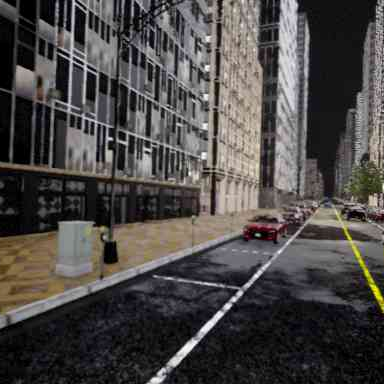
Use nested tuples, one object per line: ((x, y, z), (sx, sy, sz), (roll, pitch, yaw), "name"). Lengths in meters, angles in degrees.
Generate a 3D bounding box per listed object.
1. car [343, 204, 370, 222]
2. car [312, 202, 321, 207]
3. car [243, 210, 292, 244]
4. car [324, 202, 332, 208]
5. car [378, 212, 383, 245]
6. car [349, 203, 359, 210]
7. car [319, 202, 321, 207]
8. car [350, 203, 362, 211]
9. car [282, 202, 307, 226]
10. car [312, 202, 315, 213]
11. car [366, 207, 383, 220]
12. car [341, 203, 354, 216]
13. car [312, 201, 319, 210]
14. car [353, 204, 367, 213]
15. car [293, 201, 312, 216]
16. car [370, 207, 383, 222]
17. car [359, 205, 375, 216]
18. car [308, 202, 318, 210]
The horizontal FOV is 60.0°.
((17.747, 2.369, 36.103), (1.837, 1.490, 4.892), (2, -1, 23), "car")
((32.115, 3.210, 85.846), (1.947, 1.339, 4.313), (2, 0, 22), "car")
((3.952, 1.819, 17.662), (1.887, 1.381, 4.507), (2, 0, 22), "car")
((34.766, 3.203, 85.231), (1.882, 1.535, 5.008), (2, -1, 22), "car")
((10.113, 1.938, 15.333), (1.882, 1.535, 5.008), (2, 0, 22), "car")
((37.681, 3.357, 77.378), (1.802, 1.307, 4.206), (2, 0, 22), "car")
((23.454, 2.681, 64.867), (1.967, 1.590, 4.097), (2, 0, 22), "car")
((35.516, 3.219, 72.136), (1.887, 1.381, 4.507), (2, 0, 22), "car")
((8.290, 1.937, 28.154), (1.967, 1.590, 4.097), (2, 0, 22), "car")
((14.782, 2.405, 43.886), (1.802, 1.307, 4.206), (2, 0, 22), "car")
((22.518, 2.636, 40.671), (1.802, 1.307, 4.206), (2, 0, 22), "car")
((22.436, 2.450, 47.516), (2.097, 1.767, 4.553), (2, 0, 22), "car")
((19.126, 2.350, 54.378), (2.192, 1.841, 5.009), (2, 0, 22), "car")
((31.183, 3.038, 61.647), (1.947, 1.339, 4.313), (2, 0, 22), "car")
((10.461, 1.922, 33.399), (2.192, 1.841, 5.009), (2, 0, 22), "car")
((20.352, 2.528, 35.427), (1.802, 1.307, 4.206), (2, 0, 22), "car")
((26.917, 2.794, 51.317), (1.752, 1.417, 4.829), (2, 0, 22), "car")
((25.552, 2.865, 69.955), (1.752, 1.417, 4.829), (2, 0, 22), "car")
